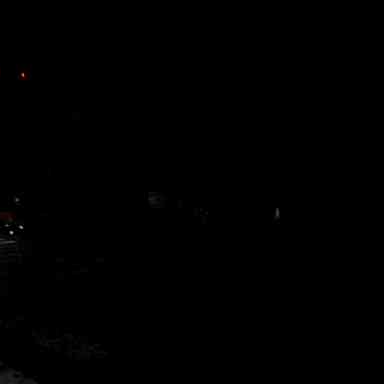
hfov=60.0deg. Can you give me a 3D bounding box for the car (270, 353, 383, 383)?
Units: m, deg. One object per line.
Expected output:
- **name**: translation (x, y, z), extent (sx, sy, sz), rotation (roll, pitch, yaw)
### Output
- **car**: translation (2.374, 1.545, 1.267), extent (4.507, 1.381, 1.887), rotation (0, 1, 35)

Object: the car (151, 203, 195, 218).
- **car**: translation (-1.730, 1.753, 31.928), extent (1.895, 1.301, 4.718), rotation (1, 0, 35)

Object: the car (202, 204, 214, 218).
- **car**: translation (2.798, 1.753, 32.696), extent (1.812, 1.442, 4.674), rotation (1, 0, 35)

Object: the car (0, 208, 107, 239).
- **car**: translation (-7.292, 1.625, 18.440), extent (2.033, 1.411, 5.357), rotation (1, 0, 35)
